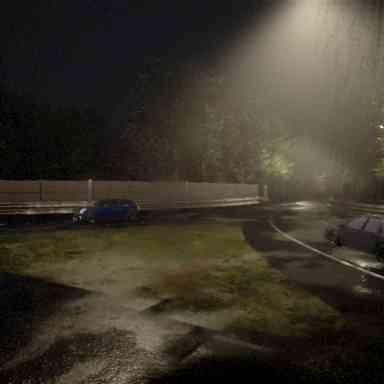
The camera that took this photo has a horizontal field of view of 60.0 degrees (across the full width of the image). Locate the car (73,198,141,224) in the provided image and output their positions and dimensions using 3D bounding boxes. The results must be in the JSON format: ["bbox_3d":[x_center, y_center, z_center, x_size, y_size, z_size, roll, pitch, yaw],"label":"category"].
[{"bbox_3d":[-6.057,1.236,23.776,4.553,1.767,2.097,0,0,-31],"label":"car"}]

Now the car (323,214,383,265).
[{"bbox_3d":[6.491,1.455,11.315,2.033,1.411,5.357,0,0,-4],"label":"car"}]
